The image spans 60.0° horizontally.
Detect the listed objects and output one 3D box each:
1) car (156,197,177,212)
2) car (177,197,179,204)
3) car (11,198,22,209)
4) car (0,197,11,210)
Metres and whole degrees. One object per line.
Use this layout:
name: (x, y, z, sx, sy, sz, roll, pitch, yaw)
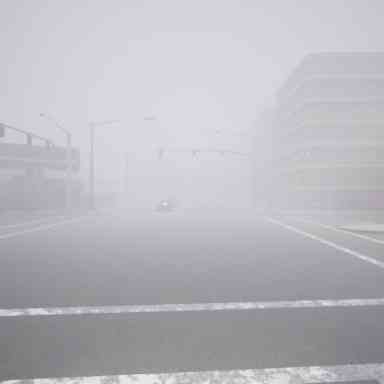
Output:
car: (-3.108, 1.542, 38.576, 2.033, 1.411, 5.357, 0, 0, -1)
car: (-3.216, 1.498, 48.451, 1.837, 1.490, 4.892, 0, 0, 0)
car: (-24.021, 1.450, 42.621, 3.806, 1.475, 1.970, 0, 0, 1)
car: (-23.306, 1.290, 36.870, 4.611, 1.667, 2.242, 0, 0, 1)
